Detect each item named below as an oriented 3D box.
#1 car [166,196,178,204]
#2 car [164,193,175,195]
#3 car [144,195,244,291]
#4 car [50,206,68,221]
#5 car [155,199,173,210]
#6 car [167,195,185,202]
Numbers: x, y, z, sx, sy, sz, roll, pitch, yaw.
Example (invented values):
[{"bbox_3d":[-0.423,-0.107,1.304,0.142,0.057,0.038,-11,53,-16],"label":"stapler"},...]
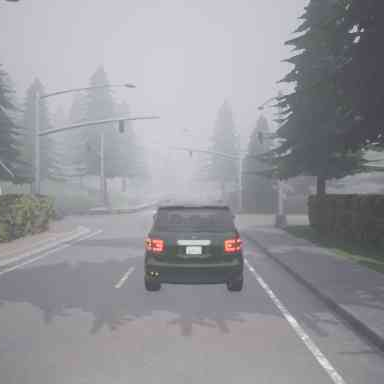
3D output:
[{"bbox_3d":[-3.974,1.504,64.546,1.837,1.490,4.892,0,0,-9],"label":"car"},{"bbox_3d":[-3.654,1.221,54.315,2.150,2.045,5.566,0,0,-1],"label":"car"},{"bbox_3d":[0.052,1.221,9.118,2.150,2.045,5.566,0,0,0],"label":"car"},{"bbox_3d":[-12.066,1.337,25.668,4.553,1.767,2.097,0,0,0],"label":"car"},{"bbox_3d":[-3.650,1.600,43.949,1.895,1.301,4.718,0,0,0],"label":"car"},{"bbox_3d":[-3.631,1.524,74.067,1.812,1.442,4.674,0,0,-35],"label":"car"}]
